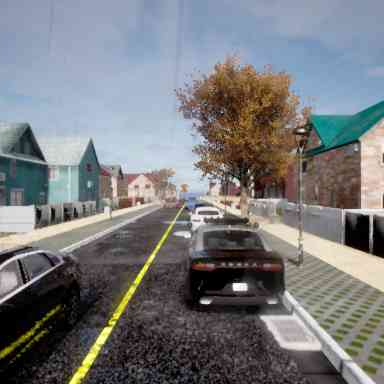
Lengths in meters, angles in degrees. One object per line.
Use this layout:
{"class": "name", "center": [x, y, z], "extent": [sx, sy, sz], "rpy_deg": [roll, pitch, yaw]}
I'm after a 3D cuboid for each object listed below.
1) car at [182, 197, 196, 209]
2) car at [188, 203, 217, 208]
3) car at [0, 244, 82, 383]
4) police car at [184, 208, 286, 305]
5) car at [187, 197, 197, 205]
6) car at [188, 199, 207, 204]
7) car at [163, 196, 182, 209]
{"class": "car", "center": [0.022, 1.646, 46.038], "extent": [2.033, 1.411, 5.357], "rpy_deg": [0, 0, 0]}
{"class": "car", "center": [0.822, 1.534, 18.179], "extent": [1.812, 1.442, 4.674], "rpy_deg": [0, 0, 0]}
{"class": "car", "center": [-2.850, 1.492, 3.998], "extent": [2.128, 1.511, 4.902], "rpy_deg": [0, 0, 0]}
{"class": "police car", "center": [0.824, 1.428, 8.288], "extent": [1.930, 1.638, 5.238], "rpy_deg": [0, 0, 0]}
{"class": "car", "center": [-0.009, 1.674, 63.090], "extent": [1.882, 1.535, 5.008], "rpy_deg": [0, 0, 0]}
{"class": "car", "center": [0.821, 1.516, 24.179], "extent": [1.837, 1.490, 4.892], "rpy_deg": [0, 0, 0]}
{"class": "car", "center": [-2.853, 1.455, 46.707], "extent": [2.097, 1.767, 4.553], "rpy_deg": [0, 0, 0]}
